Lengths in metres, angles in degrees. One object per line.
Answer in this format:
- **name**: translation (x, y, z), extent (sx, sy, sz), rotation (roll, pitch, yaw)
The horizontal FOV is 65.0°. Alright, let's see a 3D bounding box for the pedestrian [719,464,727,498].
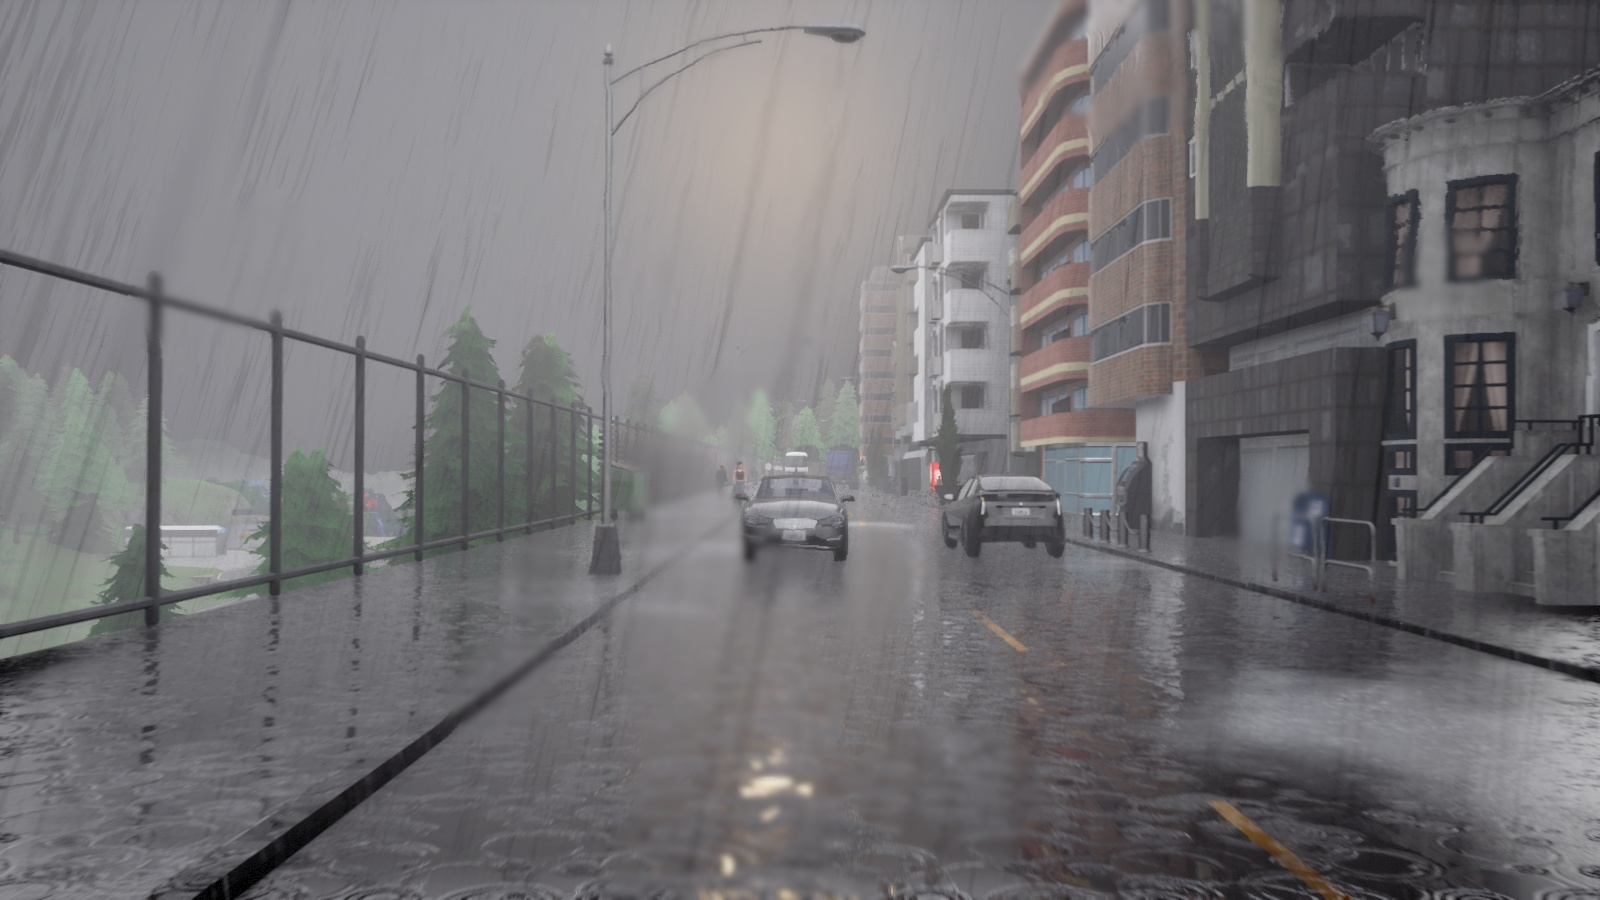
- **pedestrian**: translation (-4.275, 1.708, 69.654), extent (0.431, 1.840, 0.703), rotation (0, -1, 0)

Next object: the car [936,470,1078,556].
- **car**: translation (3.930, 1.158, 24.611), extent (2.007, 1.525, 4.514), rotation (0, -1, 0)

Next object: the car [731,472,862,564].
- **car**: translation (-0.064, 1.157, 23.031), extent (2.128, 1.511, 4.902), rotation (0, -1, 0)

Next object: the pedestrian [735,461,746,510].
- **pedestrian**: translation (-2.246, 1.328, 47.460), extent (0.345, 1.836, 0.594), rotation (0, -1, -9)
